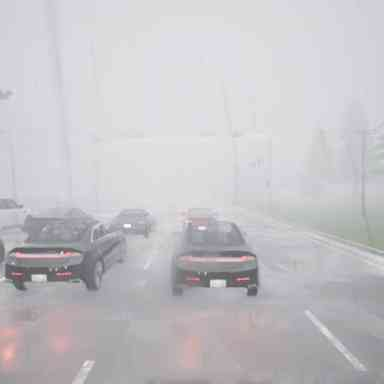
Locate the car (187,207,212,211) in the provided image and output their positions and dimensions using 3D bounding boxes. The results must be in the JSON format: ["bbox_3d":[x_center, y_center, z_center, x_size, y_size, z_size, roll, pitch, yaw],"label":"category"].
[{"bbox_3d":[0.434,1.519,17.704,1.812,1.442,4.674,0,0,0],"label":"car"}]

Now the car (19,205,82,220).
[{"bbox_3d":[-6.555,1.471,17.143,1.882,1.535,5.008,0,0,0],"label":"car"}]

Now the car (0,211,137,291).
[{"bbox_3d":[-3.033,1.488,9.017,2.128,1.511,4.902,0,0,0],"label":"car"}]

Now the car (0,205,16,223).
[{"bbox_3d":[-6.533,1.349,7.969,2.097,1.767,4.553,0,0,0],"label":"car"}]

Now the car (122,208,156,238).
[{"bbox_3d":[-3.058,1.557,17.715,1.994,1.385,4.181,0,0,0],"label":"car"}]

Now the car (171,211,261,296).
[{"bbox_3d":[0.481,1.488,8.623,2.128,1.511,4.902,0,0,0],"label":"car"}]

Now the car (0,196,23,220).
[{"bbox_3d":[-10.051,1.216,16.639,2.150,2.045,5.566,0,0,0],"label":"car"}]
